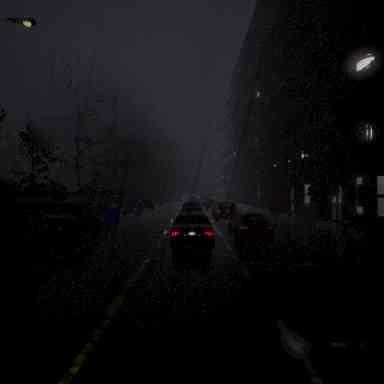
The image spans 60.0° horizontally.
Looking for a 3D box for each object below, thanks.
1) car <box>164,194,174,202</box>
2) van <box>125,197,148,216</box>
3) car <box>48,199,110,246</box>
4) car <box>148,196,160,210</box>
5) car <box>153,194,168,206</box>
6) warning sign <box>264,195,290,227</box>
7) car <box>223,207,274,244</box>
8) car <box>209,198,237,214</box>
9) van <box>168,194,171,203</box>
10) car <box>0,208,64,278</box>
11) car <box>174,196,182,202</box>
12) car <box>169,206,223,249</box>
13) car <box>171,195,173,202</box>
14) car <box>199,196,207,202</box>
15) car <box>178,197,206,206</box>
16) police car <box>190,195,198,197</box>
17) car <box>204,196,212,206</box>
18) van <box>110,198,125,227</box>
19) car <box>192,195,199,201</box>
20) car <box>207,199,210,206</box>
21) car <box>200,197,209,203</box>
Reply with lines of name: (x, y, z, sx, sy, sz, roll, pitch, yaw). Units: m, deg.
car: (-5.691, 1.464, 83.147, 2.192, 1.841, 5.009, 0, 0, 0)
van: (-5.691, 1.382, 32.472, 1.690, 1.788, 3.998, 0, 0, 0)
car: (-5.691, 1.331, 15.581, 2.192, 1.841, 5.009, 0, 0, 0)
car: (-5.691, 1.624, 43.733, 1.947, 1.339, 4.313, 0, 0, 0)
car: (-5.690, 1.395, 54.993, 2.192, 1.841, 5.009, 0, 0, 0)
warning sign: (5.068, 1.138, 19.905, 1.300, 1.860, 1.060, 0, 0, 0)
car: (2.690, 1.598, 15.580, 1.802, 1.307, 4.206, 0, 0, 0)
car: (2.690, 1.473, 26.842, 1.967, 1.590, 4.097, 0, 0, 0)
van: (-5.691, 1.446, 66.253, 1.690, 1.788, 3.998, 0, 0, 0)
car: (-5.689, 1.448, 9.949, 1.967, 1.590, 4.097, 0, 0, 0)
car: (-3.000, 1.632, 76.013, 2.033, 1.411, 5.357, 0, 0, 0)
car: (-0.001, 1.579, 14.651, 2.033, 1.411, 5.357, 0, 0, 0)
car: (-5.691, 1.701, 71.883, 1.802, 1.307, 4.206, 0, 0, 0)
car: (2.689, 1.715, 83.146, 1.947, 1.339, 4.313, 0, 0, 0)
car: (0.000, 1.523, 29.651, 1.882, 1.535, 5.008, 0, 0, 0)
police car: (0.440, 1.577, 80.208, 1.930, 1.638, 5.238, -1, -1, 12)
car: (2.689, 1.624, 43.733, 1.947, 1.339, 4.313, 0, 0, 0)
van: (-5.690, 1.365, 21.211, 1.690, 1.788, 3.998, 0, 0, 0)
car: (0.900, 1.647, 89.906, 1.882, 1.535, 5.008, 0, 0, 0)
car: (2.690, 1.623, 32.472, 1.802, 1.307, 4.206, 0, 0, 0)
car: (2.689, 1.702, 71.884, 1.802, 1.307, 4.206, 0, 0, 0)
